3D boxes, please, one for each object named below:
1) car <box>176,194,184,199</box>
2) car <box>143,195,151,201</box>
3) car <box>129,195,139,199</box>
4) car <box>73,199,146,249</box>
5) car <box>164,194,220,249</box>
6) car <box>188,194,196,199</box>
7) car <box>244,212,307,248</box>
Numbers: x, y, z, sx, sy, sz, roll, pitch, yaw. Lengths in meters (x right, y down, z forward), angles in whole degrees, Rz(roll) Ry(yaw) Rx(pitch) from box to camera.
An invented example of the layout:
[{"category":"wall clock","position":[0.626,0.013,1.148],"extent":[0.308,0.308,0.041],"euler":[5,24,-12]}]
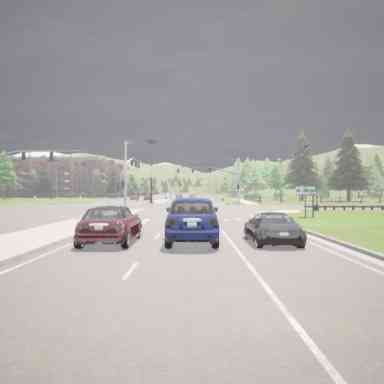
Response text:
[{"category":"car","position":[-3.500,1.375,95.014],"extent":[2.033,1.411,5.357],"euler":[0,0,0]},{"category":"car","position":[-11.500,1.535,86.286],"extent":[2.033,1.411,5.357],"euler":[0,0,0]},{"category":"car","position":[-15.000,1.519,86.278],"extent":[1.812,1.442,4.674],"euler":[0,0,0]},{"category":"car","position":[-3.500,1.364,14.620],"extent":[2.097,1.767,4.553],"euler":[0,0,0]},{"category":"car","position":[0.000,1.256,14.680],"extent":[2.150,2.045,5.566],"euler":[0,0,0]},{"category":"car","position":[0.000,1.388,95.016],"extent":[1.994,1.385,4.181],"euler":[0,0,0]},{"category":"car","position":[3.500,1.571,14.650],"extent":[1.994,1.385,4.181],"euler":[0,0,0]}]
